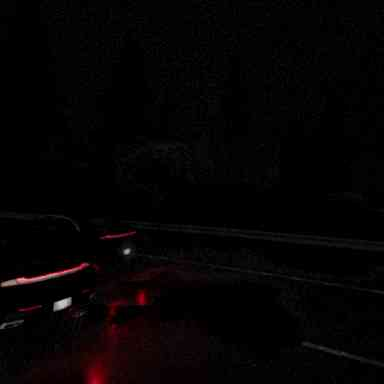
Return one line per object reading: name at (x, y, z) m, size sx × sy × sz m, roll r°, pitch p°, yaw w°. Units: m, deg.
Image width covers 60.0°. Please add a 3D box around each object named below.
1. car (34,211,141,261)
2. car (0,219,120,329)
car at (-3.837, 1.325, 10.021) m, size 4.902 × 1.511 × 2.128 m, roll 1°, pitch 1°, yaw 29°
car at (-3.944, 1.369, 6.086) m, size 4.902 × 1.511 × 2.128 m, roll 1°, pitch 1°, yaw 31°
